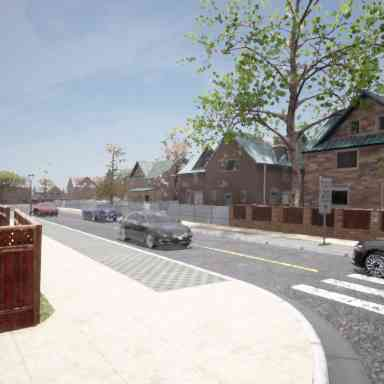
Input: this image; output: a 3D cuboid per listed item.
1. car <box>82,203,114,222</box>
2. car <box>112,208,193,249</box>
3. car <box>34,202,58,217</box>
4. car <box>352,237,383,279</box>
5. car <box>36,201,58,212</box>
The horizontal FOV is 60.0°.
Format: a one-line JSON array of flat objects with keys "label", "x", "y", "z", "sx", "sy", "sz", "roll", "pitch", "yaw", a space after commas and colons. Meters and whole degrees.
[{"label": "car", "x": -8.620, "y": 1.758, "z": 30.751, "sx": 2.097, "sy": 1.767, "sz": 4.553, "roll": 2, "pitch": -2, "yaw": -34}, {"label": "car", "x": -1.819, "y": 1.653, "z": 15.468, "sx": 1.837, "sy": 1.490, "sz": 4.892, "roll": 2, "pitch": -2, "yaw": -34}, {"label": "car", "x": -16.103, "y": 1.917, "z": 36.588, "sx": 1.882, "sy": 1.535, "sz": 5.008, "roll": 2, "pitch": -2, "yaw": -34}, {"label": "car", "x": 6.591, "y": 1.606, "z": 8.320, "sx": 2.128, "sy": 1.511, "sz": 4.902, "roll": 2, "pitch": -2, "yaw": -34}, {"label": "car", "x": -22.181, "y": 2.200, "z": 50.736, "sx": 2.128, "sy": 1.511, "sz": 4.902, "roll": 2, "pitch": -2, "yaw": -34}]
